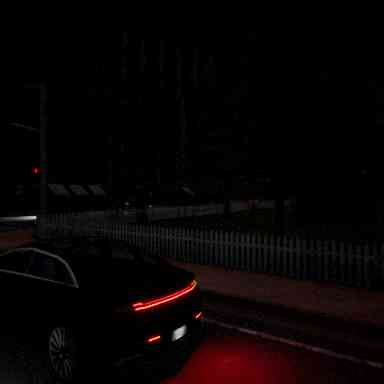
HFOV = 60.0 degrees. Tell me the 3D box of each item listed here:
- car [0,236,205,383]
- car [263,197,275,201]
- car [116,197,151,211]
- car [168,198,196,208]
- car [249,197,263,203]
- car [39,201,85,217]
[{"bbox_3d":[-2.118,1.491,5.451,4.902,1.511,2.128,0,0,36],"label":"car"},{"bbox_3d":[15.208,1.547,59.887,2.033,1.411,5.357,0,0,34],"label":"car"},{"bbox_3d":[-6.960,1.352,39.885,2.097,1.767,4.553,0,0,34],"label":"car"},{"bbox_3d":[-1.402,1.601,48.105,1.895,1.301,4.718,0,0,34],"label":"car"},{"bbox_3d":[12.330,1.601,61.873,1.895,1.301,4.718,0,0,34],"label":"car"},{"bbox_3d":[-12.377,1.564,31.861,1.994,1.385,4.181,0,0,34],"label":"car"}]
